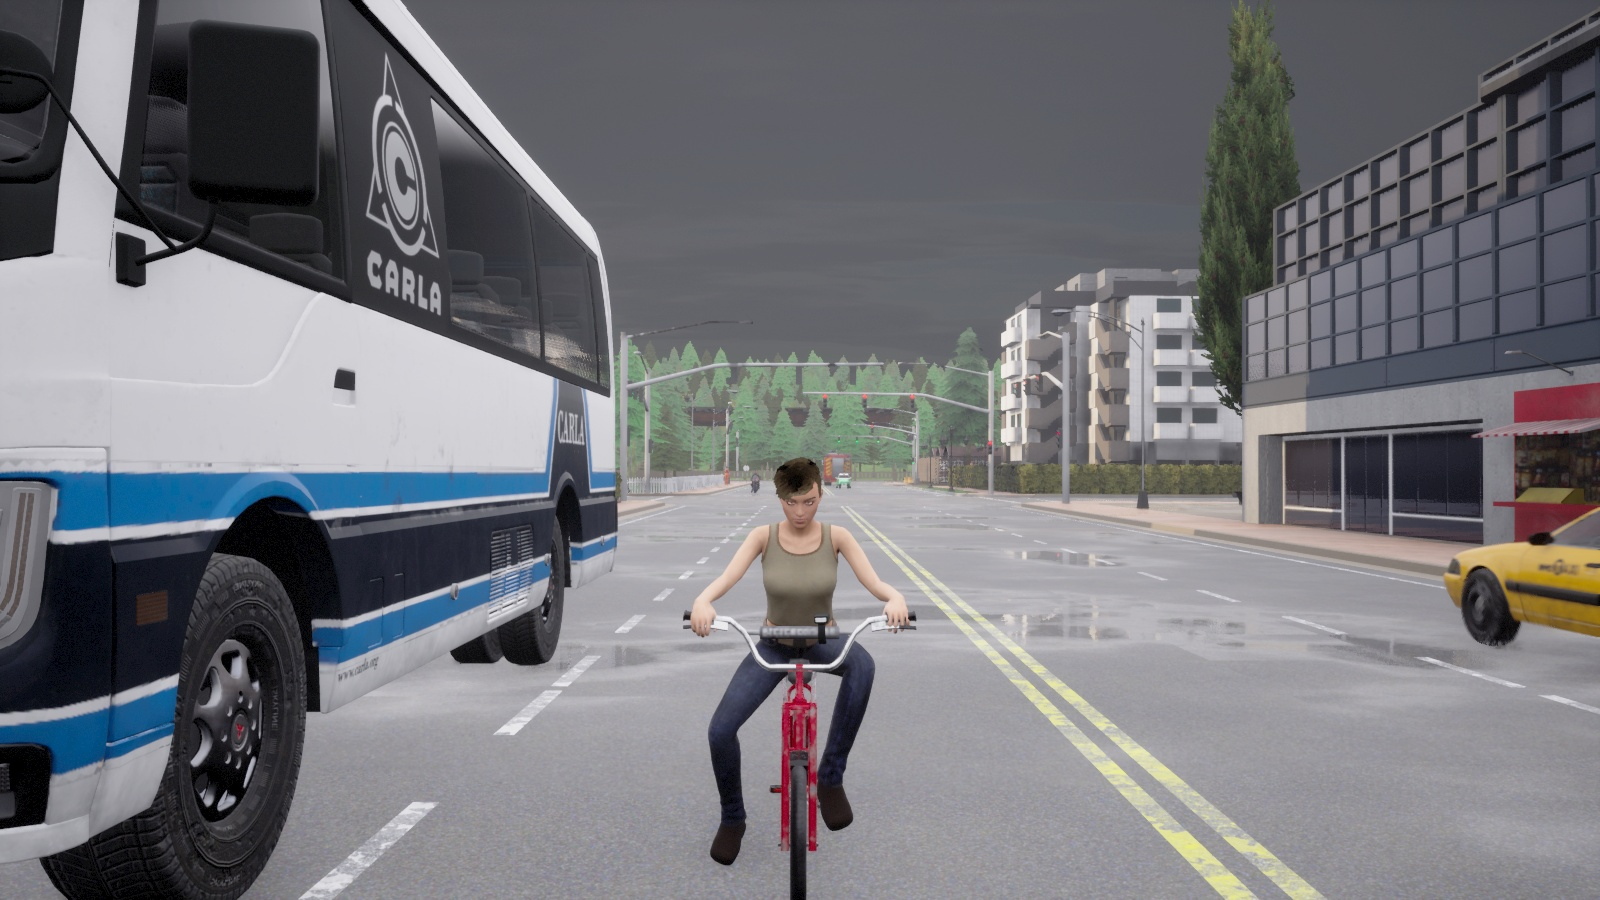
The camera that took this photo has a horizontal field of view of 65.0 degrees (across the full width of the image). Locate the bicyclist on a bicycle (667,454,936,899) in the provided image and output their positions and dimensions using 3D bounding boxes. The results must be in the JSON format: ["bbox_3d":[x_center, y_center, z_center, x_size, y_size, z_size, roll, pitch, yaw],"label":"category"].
[{"bbox_3d":[0.005,0.832,4.830,0.866,1.612,1.509,0,-1,0],"label":"bicyclist on a bicycle"}]

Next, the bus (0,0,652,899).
[{"bbox_3d":[-3.490,-0.422,7.526,3.944,4.253,10.273,0,-1,0],"label":"bus"}]

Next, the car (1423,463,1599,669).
[{"bbox_3d":[7.024,0.887,9.653,1.801,1.575,5.366,0,-1,0],"label":"car"}]
